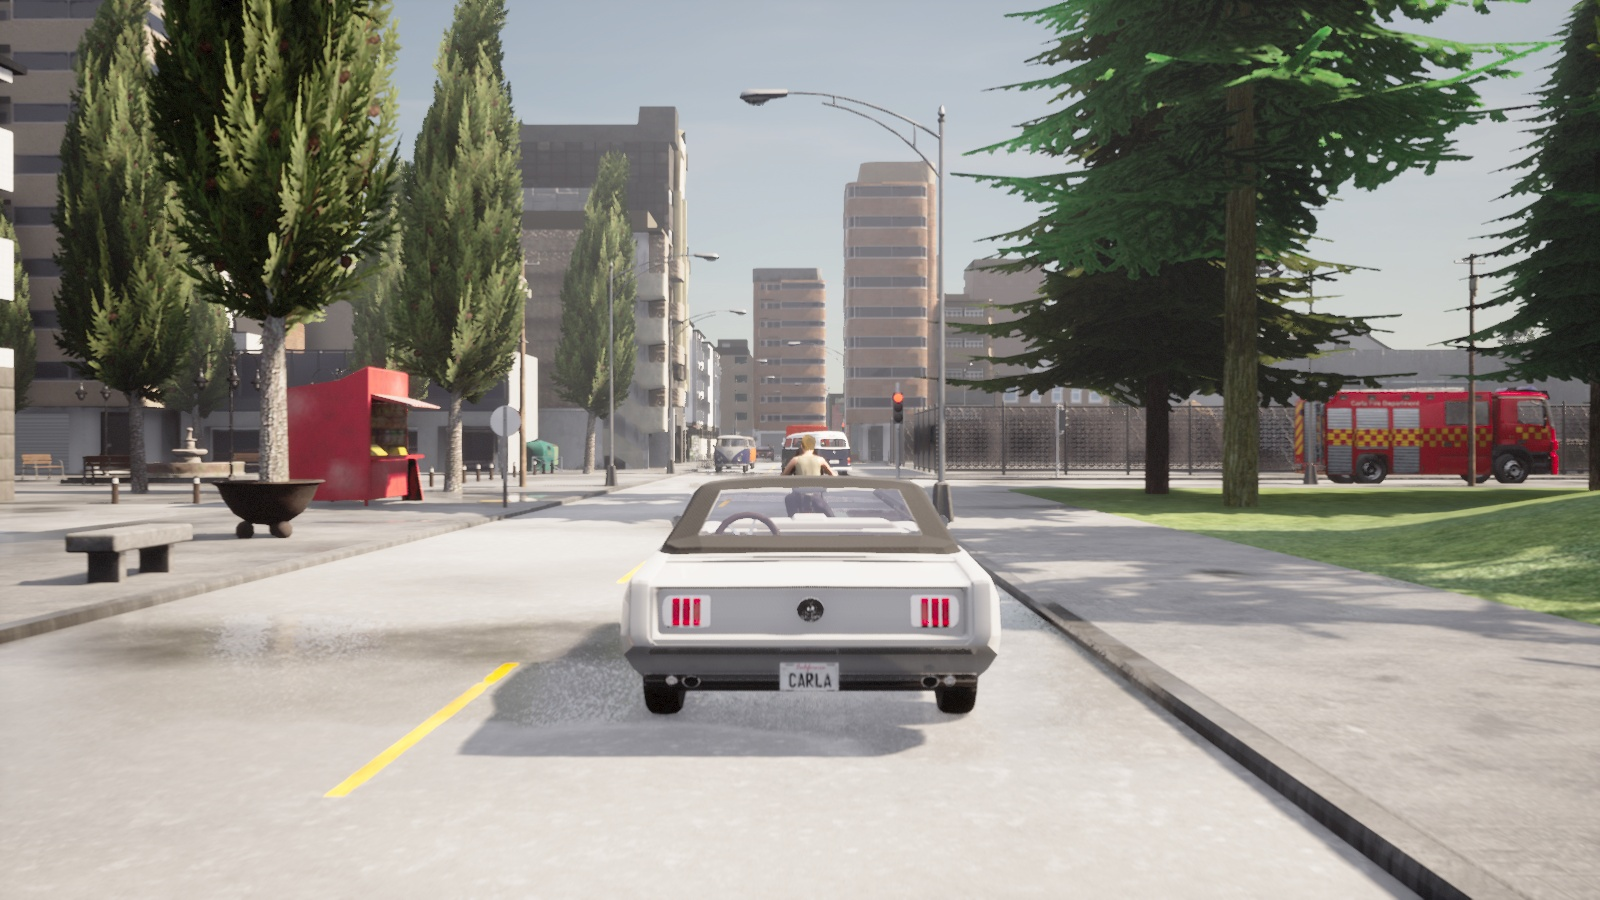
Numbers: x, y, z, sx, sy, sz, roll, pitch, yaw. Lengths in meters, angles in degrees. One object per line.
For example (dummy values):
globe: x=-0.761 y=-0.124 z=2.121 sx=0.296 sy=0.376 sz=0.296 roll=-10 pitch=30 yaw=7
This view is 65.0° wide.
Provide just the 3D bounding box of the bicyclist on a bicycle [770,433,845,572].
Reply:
bicyclist on a bicycle: x=0.098 y=0.610 z=15.381 sx=0.866 sy=1.612 sz=1.509 roll=0 pitch=0 yaw=1

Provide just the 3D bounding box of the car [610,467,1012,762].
car: x=0.063 y=0.808 z=8.276 sx=1.895 sy=1.301 sz=4.718 roll=0 pitch=0 yaw=0

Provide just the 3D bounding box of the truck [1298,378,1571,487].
truck: x=22.953 y=-0.617 z=45.777 sx=8.468 sy=3.827 sz=2.891 roll=0 pitch=0 yaw=0

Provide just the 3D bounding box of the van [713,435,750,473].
van: x=-3.674 y=0.174 z=67.883 sx=1.775 sy=1.987 sz=4.442 roll=0 pitch=0 yaw=0

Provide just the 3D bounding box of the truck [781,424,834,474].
truck: x=0.327 y=-0.048 z=64.838 sx=2.627 sy=2.467 sz=5.204 roll=0 pitch=0 yaw=-1

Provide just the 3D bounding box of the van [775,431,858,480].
van: x=0.669 y=0.211 z=54.616 sx=2.069 sy=2.038 sz=4.480 roll=0 pitch=0 yaw=-21

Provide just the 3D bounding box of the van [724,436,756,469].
van: x=-3.635 y=0.129 z=76.778 sx=1.775 sy=1.987 sz=4.442 roll=0 pitch=1 yaw=0
